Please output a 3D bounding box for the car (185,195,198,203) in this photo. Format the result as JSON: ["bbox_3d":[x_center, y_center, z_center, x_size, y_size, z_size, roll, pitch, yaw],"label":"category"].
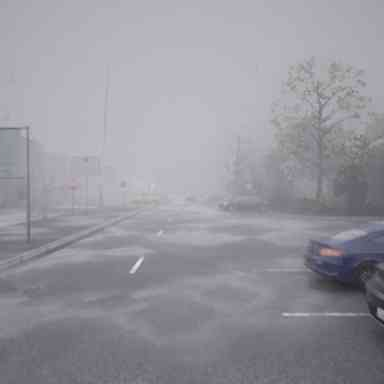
[{"bbox_3d":[-0.306,1.331,65.794,1.837,1.490,4.892,0,-1,-1],"label":"car"}]

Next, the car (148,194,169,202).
[{"bbox_3d":[-7.563,1.369,74.852,4.553,1.767,2.185,0,-1,-1],"label":"car"}]

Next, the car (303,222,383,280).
[{"bbox_3d":[5.080,1.457,7.918,4.674,1.452,2.002,0,0,0],"label":"car"}]

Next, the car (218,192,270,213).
[{"bbox_3d":[5.108,1.103,32.252,4.553,1.767,2.185,0,0,0],"label":"car"}]

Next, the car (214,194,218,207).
[{"bbox_3d":[5.034,1.246,35.423,4.674,1.452,2.002,0,0,0],"label":"car"}]

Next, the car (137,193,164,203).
[{"bbox_3d":[-7.392,1.092,59.673,4.553,1.767,2.185,0,-1,-1],"label":"car"}]

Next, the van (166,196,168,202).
[{"bbox_3d":[-7.334,1.033,62.712,4.442,1.987,1.878,0,-1,-1],"label":"van"}]

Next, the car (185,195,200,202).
[{"bbox_3d":[0.204,1.623,79.918,1.882,1.535,5.008,-1,-2,21],"label":"car"}]

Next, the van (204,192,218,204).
[{"bbox_3d":[4.760,0.962,56.217,4.442,1.987,1.878,0,-1,-1],"label":"van"}]

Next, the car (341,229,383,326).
[{"bbox_3d":[5.078,1.444,4.641,4.892,1.521,2.231,0,0,0],"label":"car"}]

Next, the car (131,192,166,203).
[{"bbox_3d":[-7.581,1.187,56.752,5.366,1.575,1.946,0,-1,-1],"label":"car"}]
